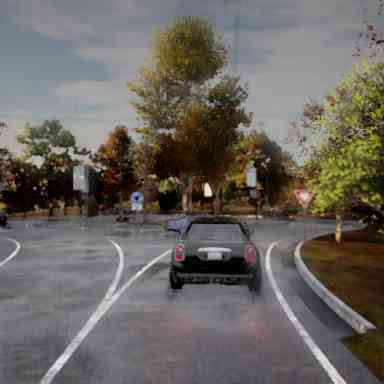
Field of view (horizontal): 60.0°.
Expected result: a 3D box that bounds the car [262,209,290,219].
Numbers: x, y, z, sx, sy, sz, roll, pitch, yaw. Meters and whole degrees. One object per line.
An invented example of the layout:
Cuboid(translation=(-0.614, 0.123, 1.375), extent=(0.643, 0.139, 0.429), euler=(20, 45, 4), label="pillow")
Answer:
Cuboid(translation=(11.246, 3.023, 46.317), extent=(1.895, 1.301, 4.718), euler=(1, -2, -29), label="car")

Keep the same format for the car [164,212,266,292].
Cuboid(translation=(0.714, 1.462, 9.417), extent=(2.097, 1.767, 4.553), euler=(0, -1, 6), label="car")

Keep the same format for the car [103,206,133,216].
Cuboid(translation=(-11.587, 2.977, 51.978), extent=(4.674, 1.442, 1.812), euler=(1, -3, -29), label="car")

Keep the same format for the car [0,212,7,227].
Cuboid(translation=(-17.463, 2.408, 29.448), extent=(1.895, 1.301, 4.718), euler=(1, -2, -28), label="car")
